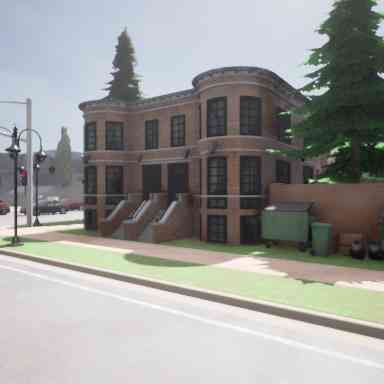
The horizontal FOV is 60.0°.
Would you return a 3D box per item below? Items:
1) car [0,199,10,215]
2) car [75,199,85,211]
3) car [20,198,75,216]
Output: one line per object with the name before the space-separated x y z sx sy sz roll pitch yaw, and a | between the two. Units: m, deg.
car | -20.127 1.409 31.921 2.097 1.767 4.553 0 0 35
car | -14.910 1.534 39.526 1.882 1.535 5.008 0 0 33
car | -14.739 1.556 33.531 1.837 1.490 4.892 0 0 34
